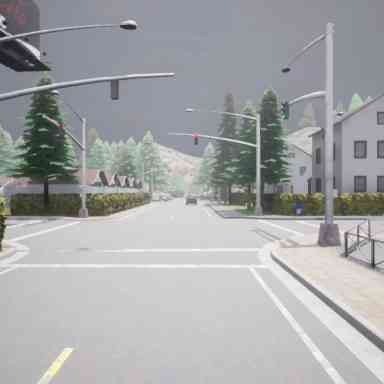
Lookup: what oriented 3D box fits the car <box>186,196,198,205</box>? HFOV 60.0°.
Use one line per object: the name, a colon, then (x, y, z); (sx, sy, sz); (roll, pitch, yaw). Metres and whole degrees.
car: (-0.081, 1.505, 59.182); (1.837, 1.490, 4.892); (0, 0, 0)
